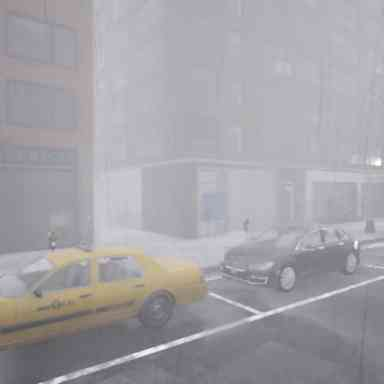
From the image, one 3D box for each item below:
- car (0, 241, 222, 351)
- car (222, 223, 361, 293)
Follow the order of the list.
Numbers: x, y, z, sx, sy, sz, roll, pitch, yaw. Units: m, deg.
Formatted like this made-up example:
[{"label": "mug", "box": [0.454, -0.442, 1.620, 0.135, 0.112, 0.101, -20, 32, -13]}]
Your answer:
[{"label": "car", "box": [-1.978, 1.520, 5.355, 4.829, 1.417, 1.752, 0, 0, -36]}, {"label": "car", "box": [2.715, 1.523, 8.704, 4.403, 1.369, 2.008, 0, 0, -36]}]
